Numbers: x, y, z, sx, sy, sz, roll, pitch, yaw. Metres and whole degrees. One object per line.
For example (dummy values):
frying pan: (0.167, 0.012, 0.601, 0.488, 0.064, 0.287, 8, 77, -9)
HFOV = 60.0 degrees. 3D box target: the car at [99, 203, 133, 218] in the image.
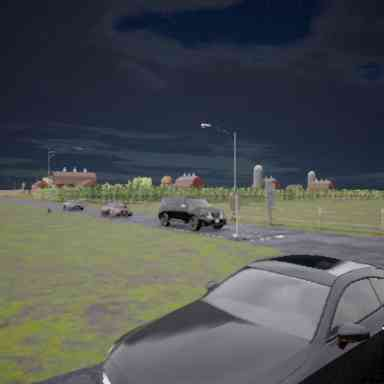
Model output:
car: (-7.273, 1.720, 31.744, 1.994, 1.385, 4.181, 0, 0, -36)

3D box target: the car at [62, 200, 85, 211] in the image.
car: (-15.481, 1.742, 43.304, 1.994, 1.385, 4.181, 0, 0, -35)

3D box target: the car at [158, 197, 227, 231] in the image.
car: (-0.139, 1.357, 22.063, 2.150, 2.045, 5.566, 0, 1, -37)

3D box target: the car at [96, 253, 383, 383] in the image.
car: (1.251, 1.550, 3.926, 4.674, 1.442, 1.812, 1, 0, -39)
